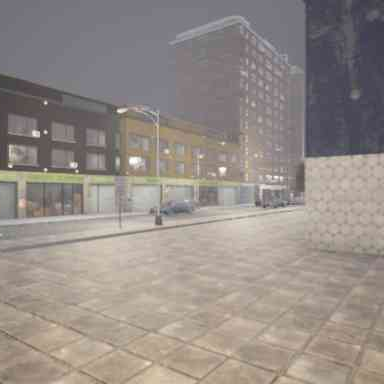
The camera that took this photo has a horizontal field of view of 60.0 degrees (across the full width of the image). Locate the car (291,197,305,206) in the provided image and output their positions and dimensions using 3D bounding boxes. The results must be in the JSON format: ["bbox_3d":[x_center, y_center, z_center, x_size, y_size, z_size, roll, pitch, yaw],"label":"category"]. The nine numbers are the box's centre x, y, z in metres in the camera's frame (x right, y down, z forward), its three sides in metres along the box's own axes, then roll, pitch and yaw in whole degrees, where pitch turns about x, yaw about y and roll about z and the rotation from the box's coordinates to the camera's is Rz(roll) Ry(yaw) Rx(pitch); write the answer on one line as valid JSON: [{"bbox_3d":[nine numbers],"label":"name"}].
[{"bbox_3d":[16.118,1.481,51.424,1.994,1.385,4.181,0,0,36],"label":"car"}]

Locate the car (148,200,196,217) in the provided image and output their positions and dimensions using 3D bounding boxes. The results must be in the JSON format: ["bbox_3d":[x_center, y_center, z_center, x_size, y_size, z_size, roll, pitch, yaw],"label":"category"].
[{"bbox_3d":[-1.706,1.497,31.350,2.033,1.411,5.357,0,0,35],"label":"car"}]

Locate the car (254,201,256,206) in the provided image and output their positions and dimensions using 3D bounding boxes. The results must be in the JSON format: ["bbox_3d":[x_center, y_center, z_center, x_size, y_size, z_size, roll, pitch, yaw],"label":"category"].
[{"bbox_3d":[10.929,1.516,48.886,1.895,1.301,4.718,0,0,36],"label":"car"}]

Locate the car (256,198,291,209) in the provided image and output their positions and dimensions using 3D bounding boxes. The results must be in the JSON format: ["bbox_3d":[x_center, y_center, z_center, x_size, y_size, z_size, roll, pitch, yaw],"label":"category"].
[{"bbox_3d":[10.833,1.475,43.920,2.033,1.411,5.357,0,0,36],"label":"car"}]
